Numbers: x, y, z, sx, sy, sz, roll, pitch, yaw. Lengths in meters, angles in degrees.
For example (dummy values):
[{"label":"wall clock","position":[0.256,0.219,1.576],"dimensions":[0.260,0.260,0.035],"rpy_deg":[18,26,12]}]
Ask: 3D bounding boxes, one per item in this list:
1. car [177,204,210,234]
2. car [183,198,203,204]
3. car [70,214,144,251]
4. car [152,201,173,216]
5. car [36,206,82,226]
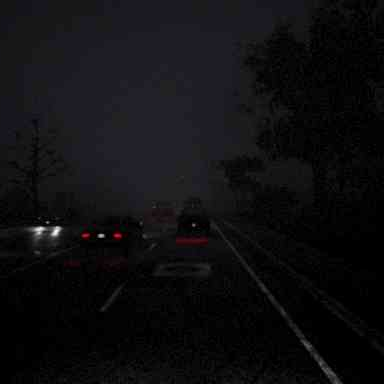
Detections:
[{"label":"car","position":[0.098,1.720,20.928],"dimensions":[1.882,1.535,5.008],"rpy_deg":[0,-1,0]},{"label":"car","position":[0.097,1.674,38.908],"dimensions":[2.150,2.045,5.566],"rpy_deg":[0,0,0]},{"label":"car","position":[-3.402,1.722,14.985],"dimensions":[2.033,1.411,5.357],"rpy_deg":[0,-1,0]},{"label":"car","position":[-3.404,1.806,39.186],"dimensions":[2.097,1.767,4.553],"rpy_deg":[0,-1,0]},{"label":"car","position":[-10.512,1.860,26.907],"dimensions":[2.033,1.411,5.357],"rpy_deg":[0,-1,0]}]
